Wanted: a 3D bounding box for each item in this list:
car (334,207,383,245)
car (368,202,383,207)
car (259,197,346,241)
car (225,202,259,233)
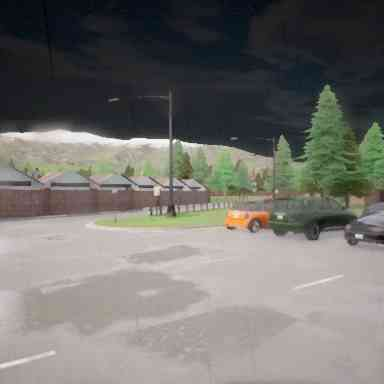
[{"bbox_3d":[8.269,1.530,14.066,4.674,1.442,1.812,0,0,-35],"label":"car"},{"bbox_3d":[16.416,1.569,28.476,4.181,1.385,1.994,0,0,-35],"label":"car"},{"bbox_3d":[6.261,1.255,16.933,5.566,2.045,2.150,0,0,-35],"label":"car"},{"bbox_3d":[4.179,1.363,19.748,4.553,1.767,2.097,0,0,-35],"label":"car"}]
